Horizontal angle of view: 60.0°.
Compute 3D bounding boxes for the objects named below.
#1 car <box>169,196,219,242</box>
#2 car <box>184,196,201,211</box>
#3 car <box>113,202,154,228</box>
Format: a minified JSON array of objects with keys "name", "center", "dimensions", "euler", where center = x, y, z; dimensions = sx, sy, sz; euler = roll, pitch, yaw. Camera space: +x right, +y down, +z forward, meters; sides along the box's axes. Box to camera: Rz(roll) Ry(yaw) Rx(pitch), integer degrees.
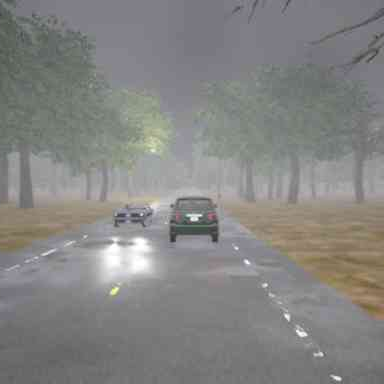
[{"name":"car","center":[0.091,1.173,16.268],"dimensions":[2.150,2.045,5.566],"euler":[0,0,0]},{"name":"car","center":[0.081,1.226,37.703],"dimensions":[1.812,1.442,4.674],"euler":[0,1,0]},{"name":"car","center":[-3.511,1.321,20.544],"dimensions":[1.895,1.301,4.718],"euler":[0,1,0]}]
